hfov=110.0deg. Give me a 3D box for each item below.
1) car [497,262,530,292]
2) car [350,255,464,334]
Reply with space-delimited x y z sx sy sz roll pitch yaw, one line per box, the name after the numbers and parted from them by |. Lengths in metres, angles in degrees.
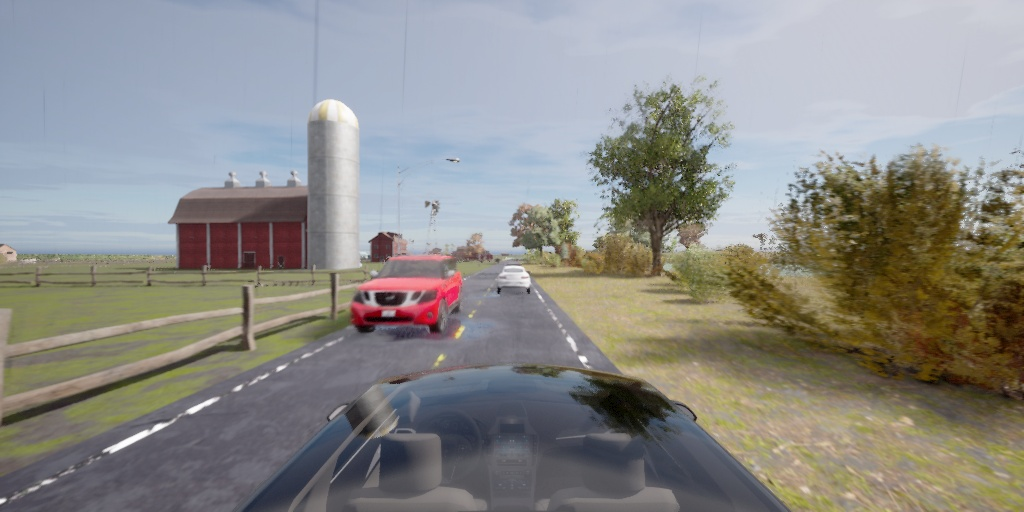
0.096 1.288 21.068 1.812 1.442 4.674 0 0 0 | car
-2.837 0.971 11.021 2.150 2.045 5.566 0 0 0 | car
